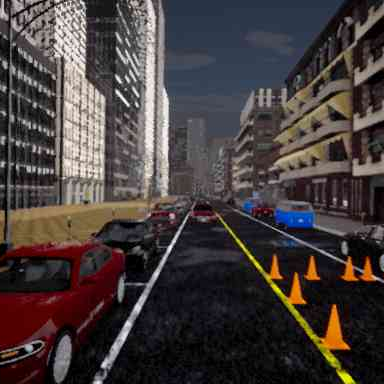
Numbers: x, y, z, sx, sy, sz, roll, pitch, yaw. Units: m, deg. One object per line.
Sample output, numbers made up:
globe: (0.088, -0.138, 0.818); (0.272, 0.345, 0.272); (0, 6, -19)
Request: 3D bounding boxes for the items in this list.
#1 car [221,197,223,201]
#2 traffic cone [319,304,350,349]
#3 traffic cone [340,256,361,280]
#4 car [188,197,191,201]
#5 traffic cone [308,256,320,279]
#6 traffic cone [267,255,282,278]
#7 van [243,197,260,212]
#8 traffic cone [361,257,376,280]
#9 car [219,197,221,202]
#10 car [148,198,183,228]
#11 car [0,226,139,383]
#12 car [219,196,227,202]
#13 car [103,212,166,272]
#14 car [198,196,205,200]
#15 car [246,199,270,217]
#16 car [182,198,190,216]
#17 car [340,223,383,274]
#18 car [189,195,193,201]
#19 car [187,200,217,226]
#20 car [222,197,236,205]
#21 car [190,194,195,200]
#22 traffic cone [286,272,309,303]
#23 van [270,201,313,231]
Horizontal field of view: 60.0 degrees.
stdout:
car: (7.738, 1.817, 71.501); (1.752, 1.417, 4.829); (1, 0, 1)
traffic cone: (2.147, 1.997, 5.027); (0.340, 0.580, 0.340); (1, 0, 1)
traffic cone: (4.243, 2.037, 8.976); (0.340, 0.580, 0.340); (1, 0, 1)
car: (-1.451, 1.605, 38.409); (2.008, 1.369, 4.403); (1, 0, 1)
traffic cone: (3.244, 2.022, 9.001); (0.340, 0.580, 0.340); (1, 0, 1)
traffic cone: (2.244, 2.006, 9.025); (0.340, 0.580, 0.340); (1, 0, 1)
van: (6.929, 1.529, 38.204); (1.690, 1.788, 3.998); (1, 0, 1)
traffic cone: (4.747, 2.045, 8.994); (0.340, 0.580, 0.340); (1, 0, 8)
car: (7.872, 1.837, 77.023); (1.752, 1.417, 4.829); (1, 0, 1)
car: (-1.854, 1.450, 21.847); (1.967, 1.590, 4.097); (1, 0, 1)
car: (-2.259, 1.517, 5.282); (1.887, 1.381, 4.507); (1, 0, 1)
car: (8.137, 1.898, 87.896); (1.887, 1.381, 4.507); (1, 0, 1)
car: (-2.125, 1.550, 10.803); (1.947, 1.339, 4.313); (1, 0, 1)
car: (2.521, 1.799, 90.818); (1.812, 1.442, 4.674); (1, 0, 1)
car: (6.792, 1.717, 32.683); (1.887, 1.381, 4.507); (1, 0, 1)
car: (-1.586, 1.590, 32.887); (2.008, 1.369, 4.403); (1, 0, 1)
car: (6.253, 1.668, 10.599); (2.008, 1.369, 4.403); (1, 0, 1)
car: (-1.315, 1.510, 43.931); (1.967, 1.590, 4.097); (1, 0, 1)
car: (0.807, 1.582, 24.020); (1.812, 1.442, 4.674); (1, 0, 1)
car: (7.599, 1.837, 65.811); (1.947, 1.339, 4.313); (1, 0, 1)
car: (-0.240, 1.786, 88.101); (1.947, 1.339, 4.313); (1, 0, 1)
traffic cone: (2.196, 2.001, 7.026); (0.340, 0.580, 0.340); (1, 0, 1)
van: (6.525, 1.484, 21.641); (1.690, 1.788, 3.998); (1, 0, 1)
